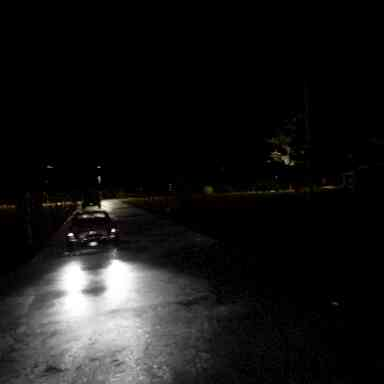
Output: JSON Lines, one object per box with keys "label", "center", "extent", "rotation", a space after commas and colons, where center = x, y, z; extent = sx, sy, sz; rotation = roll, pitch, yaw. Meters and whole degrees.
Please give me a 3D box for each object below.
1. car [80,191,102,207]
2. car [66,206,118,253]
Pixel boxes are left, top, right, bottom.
{"label": "car", "center": [-12.084, 0.972, 39.835], "extent": [2.150, 2.045, 5.566], "rotation": [-4, 1, -17]}
{"label": "car", "center": [-4.188, 1.509, 13.874], "extent": [1.895, 1.301, 4.718], "rotation": [-4, 2, -18]}
